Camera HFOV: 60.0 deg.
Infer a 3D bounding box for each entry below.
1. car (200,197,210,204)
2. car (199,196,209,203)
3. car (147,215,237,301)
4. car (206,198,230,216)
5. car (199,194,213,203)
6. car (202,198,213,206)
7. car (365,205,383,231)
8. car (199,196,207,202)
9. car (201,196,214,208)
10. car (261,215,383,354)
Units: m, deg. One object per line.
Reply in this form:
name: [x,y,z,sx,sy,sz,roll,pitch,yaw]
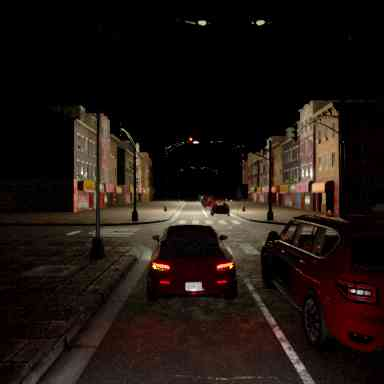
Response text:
car: [2.709,1.729,70.591,1.802,1.307,4.206,0,0,0]
car: [2.714,1.719,76.029,2.008,1.369,4.403,0,0,0]
car: [-0.043,1.530,8.252,1.812,1.442,4.674,0,0,-2]
car: [2.676,1.582,32.530,1.887,1.381,4.507,1,0,0]
car: [2.697,1.406,54.279,2.192,1.841,5.009,1,0,0]
car: [2.700,1.691,59.716,1.802,1.307,4.206,0,0,0]
car: [13.561,1.583,20.681,4.674,1.442,1.812,0,-1,0]
car: [2.723,1.779,86.904,1.947,1.339,4.313,0,0,0]
car: [2.690,1.621,48.841,1.887,1.381,4.507,1,0,0]
car: [2.656,1.318,6.099,2.192,1.841,5.009,1,0,0]
